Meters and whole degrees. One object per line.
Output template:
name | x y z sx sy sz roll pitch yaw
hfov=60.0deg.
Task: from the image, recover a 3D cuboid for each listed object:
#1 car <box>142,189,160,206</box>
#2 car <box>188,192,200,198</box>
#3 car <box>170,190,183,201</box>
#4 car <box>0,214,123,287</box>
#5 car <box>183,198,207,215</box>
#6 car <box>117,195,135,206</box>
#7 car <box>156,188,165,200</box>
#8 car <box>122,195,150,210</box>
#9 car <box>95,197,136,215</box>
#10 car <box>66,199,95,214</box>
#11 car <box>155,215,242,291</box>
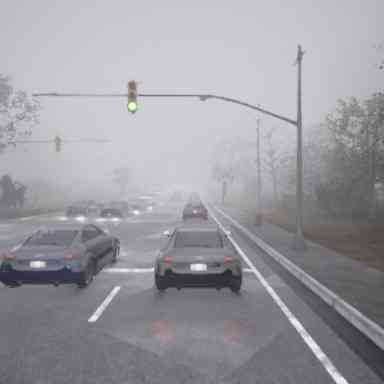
car | -6.738 1.030 50.928 2.150 2.045 5.566 0 1 1
car | 0.395 0.690 61.942 2.097 1.767 4.553 0 3 0
car | -3.105 0.900 62.006 1.994 1.385 4.181 0 3 0
car | -3.355 1.539 9.258 1.994 1.385 4.181 0 0 0
car | 0.261 1.489 27.890 1.994 1.385 4.181 0 0 0
car | -10.218 1.317 51.623 1.812 1.442 4.674 0 1 1
car | -6.577 0.340 65.943 2.150 2.045 5.566 0 3 0
car | -6.845 1.439 40.649 2.033 1.411 5.357 0 0 1
car | -6.923 1.465 30.574 2.033 1.411 5.357 0 0 0
car | -10.387 1.419 31.880 1.837 1.490 4.892 0 0 3
car | 0.145 1.540 8.976 1.994 1.385 4.181 0 0 0
